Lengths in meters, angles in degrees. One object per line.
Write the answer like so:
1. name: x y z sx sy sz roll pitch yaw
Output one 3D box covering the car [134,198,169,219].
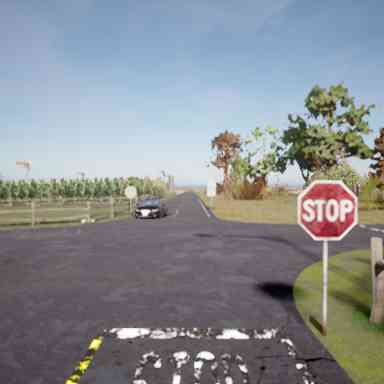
1. car: -2.975 1.202 25.278 2.128 1.511 4.902 0 1 6
